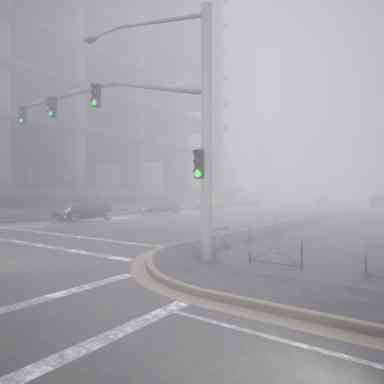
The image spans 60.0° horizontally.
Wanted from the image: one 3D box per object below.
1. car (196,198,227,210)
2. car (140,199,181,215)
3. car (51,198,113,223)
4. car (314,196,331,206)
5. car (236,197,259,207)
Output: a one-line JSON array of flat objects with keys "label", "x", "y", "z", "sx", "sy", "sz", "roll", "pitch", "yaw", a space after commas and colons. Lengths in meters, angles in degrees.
[{"label": "car", "x": 2.385, "y": 1.422, "z": 40.519, "sx": 1.882, "sy": 1.535, "sz": 5.008, "roll": 0, "pitch": 0, "yaw": 36}, {"label": "car", "x": -3.065, "y": 1.436, "z": 32.831, "sx": 2.128, "sy": 1.511, "sz": 4.902, "roll": 0, "pitch": 0, "yaw": 35}, {"label": "car", "x": -8.329, "y": 1.296, "z": 25.407, "sx": 2.097, "sy": 1.767, "sz": 4.553, "roll": 0, "pitch": 0, "yaw": 36}, {"label": "car", "x": 21.844, "y": 1.422, "z": 55.548, "sx": 1.882, "sy": 1.535, "sz": 5.008, "roll": 0, "pitch": 0, "yaw": 35}, {"label": "car", "x": 8.246, "y": 1.470, "z": 48.734, "sx": 1.812, "sy": 1.442, "sz": 4.674, "roll": 0, "pitch": 0, "yaw": 36}]
